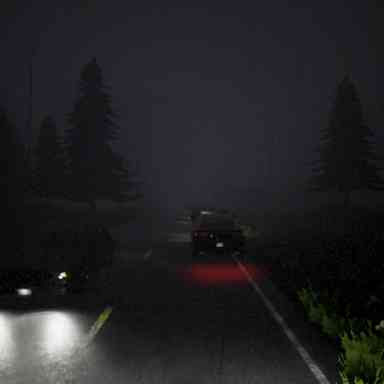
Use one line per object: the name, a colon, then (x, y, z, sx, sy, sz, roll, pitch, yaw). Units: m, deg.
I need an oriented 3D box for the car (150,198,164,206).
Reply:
car: (-7.705, 1.929, 61.780, 5.008, 1.535, 1.882, 2, 0, 0)

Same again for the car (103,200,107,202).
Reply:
car: (-17.610, 1.837, 70.212, 1.905, 1.878, 3.866, 0, -1, -31)

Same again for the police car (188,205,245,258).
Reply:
police car: (0.891, 1.540, 13.412, 1.930, 1.638, 5.238, 0, 0, 0)

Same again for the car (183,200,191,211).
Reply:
car: (-0.256, 1.895, 48.877, 1.882, 1.535, 5.008, 0, 0, 0)

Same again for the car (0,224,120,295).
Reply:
car: (-3.346, 1.632, 9.287, 2.033, 1.411, 5.357, 0, 0, 0)

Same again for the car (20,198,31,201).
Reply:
car: (-34.465, 1.963, 67.919, 1.851, 1.617, 3.988, 0, 0, 0)

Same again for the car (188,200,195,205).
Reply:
car: (0.802, 1.755, 29.300, 1.837, 1.490, 4.892, 0, 0, 0)

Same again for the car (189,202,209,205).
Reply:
car: (0.835, 1.704, 23.301, 1.837, 1.490, 4.892, 0, 0, 0)
